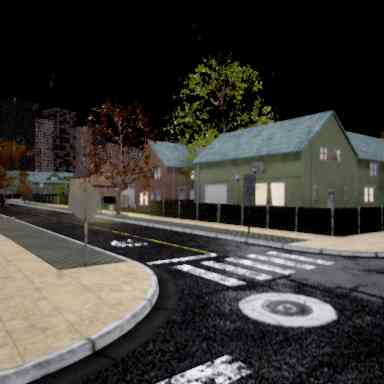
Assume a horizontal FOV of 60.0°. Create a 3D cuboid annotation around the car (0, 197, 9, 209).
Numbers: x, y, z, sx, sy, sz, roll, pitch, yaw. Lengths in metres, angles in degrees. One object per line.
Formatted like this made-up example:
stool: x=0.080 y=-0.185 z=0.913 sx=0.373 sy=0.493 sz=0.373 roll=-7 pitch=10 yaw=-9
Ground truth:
car: x=-24.881 y=1.342 z=42.684 sx=1.837 sy=1.490 sz=4.892 roll=1 pitch=0 yaw=-38
